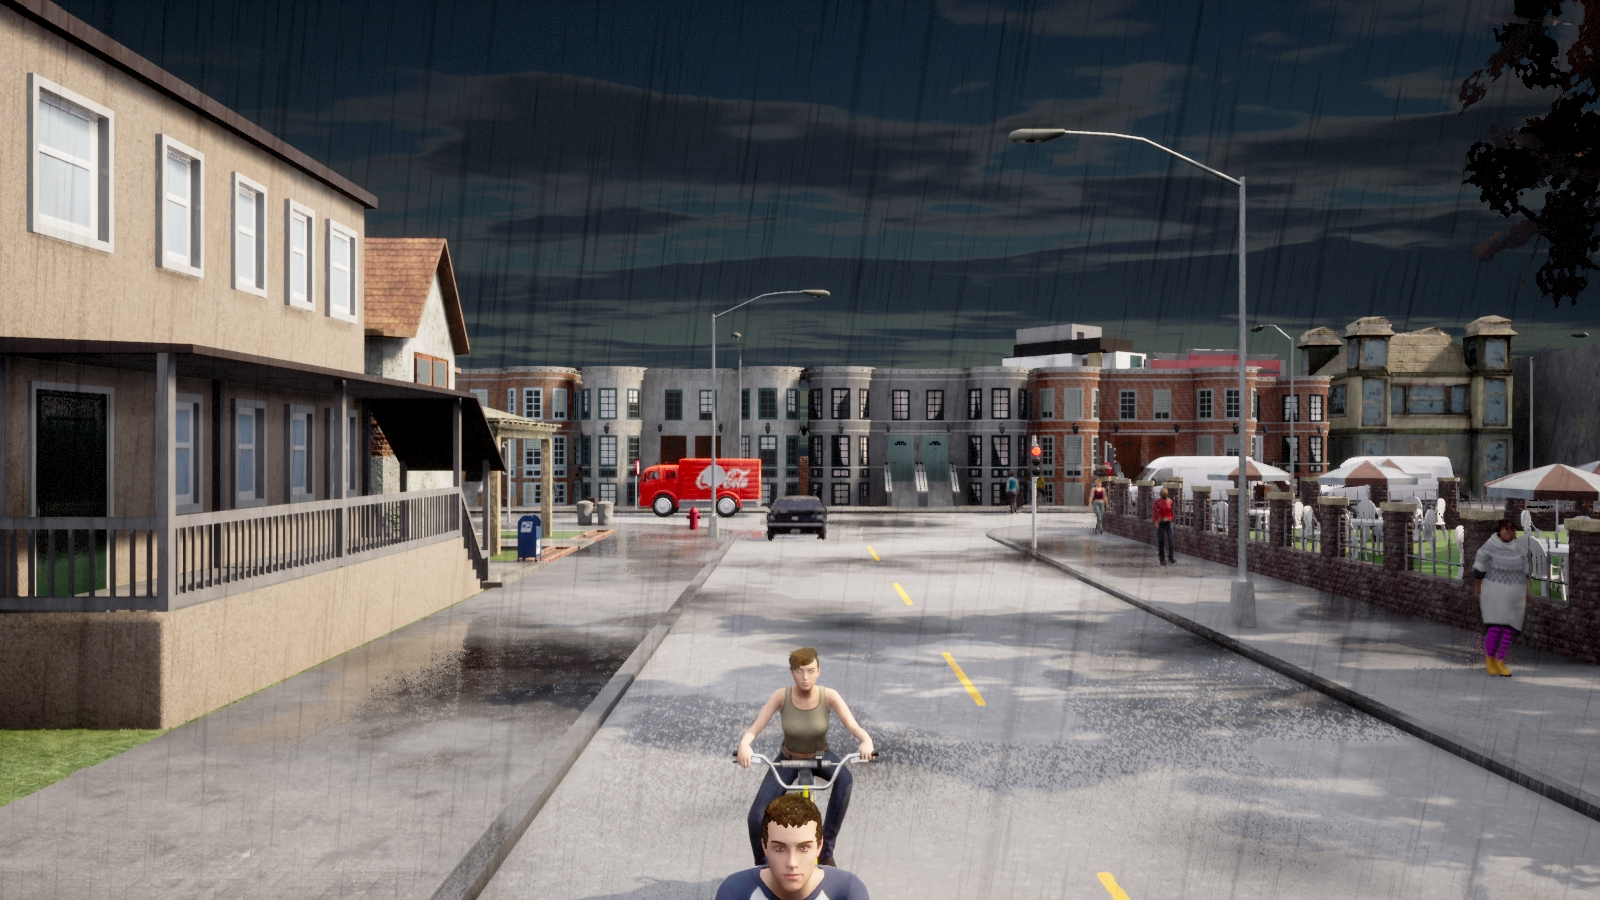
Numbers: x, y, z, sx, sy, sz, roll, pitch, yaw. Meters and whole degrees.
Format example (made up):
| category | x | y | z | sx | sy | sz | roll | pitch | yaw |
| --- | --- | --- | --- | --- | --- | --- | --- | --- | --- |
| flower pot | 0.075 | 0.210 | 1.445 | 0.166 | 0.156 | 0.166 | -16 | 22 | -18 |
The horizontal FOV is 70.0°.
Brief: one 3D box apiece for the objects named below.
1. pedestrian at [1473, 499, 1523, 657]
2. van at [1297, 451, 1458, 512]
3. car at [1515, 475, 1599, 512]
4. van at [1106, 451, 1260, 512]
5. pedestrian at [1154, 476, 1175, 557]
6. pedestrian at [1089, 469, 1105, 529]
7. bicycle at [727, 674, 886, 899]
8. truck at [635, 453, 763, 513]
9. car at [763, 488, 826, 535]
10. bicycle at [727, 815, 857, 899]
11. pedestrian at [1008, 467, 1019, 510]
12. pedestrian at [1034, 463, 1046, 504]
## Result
| category | x | y | z | sx | sy | sz | roll | pitch | yaw |
| --- | --- | --- | --- | --- | --- | --- | --- | --- | --- |
| pedestrian | 8.403 | 1.529 | 13.753 | 0.375 | 1.860 | 0.375 | 0 | 0 | 2 |
| van | 24.637 | 1.334 | 48.885 | 5.915 | 2.561 | 1.988 | 0 | 0 | 0 |
| car | 33.747 | 1.863 | 48.883 | 4.892 | 1.480 | 2.231 | 0 | 0 | 0 |
| van | 16.316 | 1.334 | 48.876 | 5.915 | 2.561 | 1.988 | 0 | 0 | 0 |
| pedestrian | 8.447 | 1.527 | 26.500 | 0.375 | 1.860 | 0.375 | 0 | 0 | 2 |
| pedestrian | 9.307 | 1.532 | 35.830 | 0.375 | 1.860 | 0.375 | 0 | 0 | -2 |
| bicycle | 0.033 | 2.040 | 6.906 | 0.859 | 1.080 | 1.487 | 0 | 0 | 0 |
| truck | -4.253 | 1.368 | 48.833 | 5.204 | 2.467 | 2.627 | 0 | 0 | 1 |
| car | -0.122 | 1.950 | 37.184 | 1.895 | 1.301 | 4.718 | 0 | 0 | 2 |
| bicycle | -0.022 | 1.938 | 3.212 | 0.373 | 1.296 | 1.643 | 0 | 0 | 0 |
| pedestrian | 9.240 | 1.649 | 49.527 | 0.375 | 1.860 | 0.375 | 0 | 0 | -7 |
| pedestrian | 11.092 | 1.546 | 52.767 | 0.375 | 1.860 | 0.375 | 0 | 0 | -43 |
